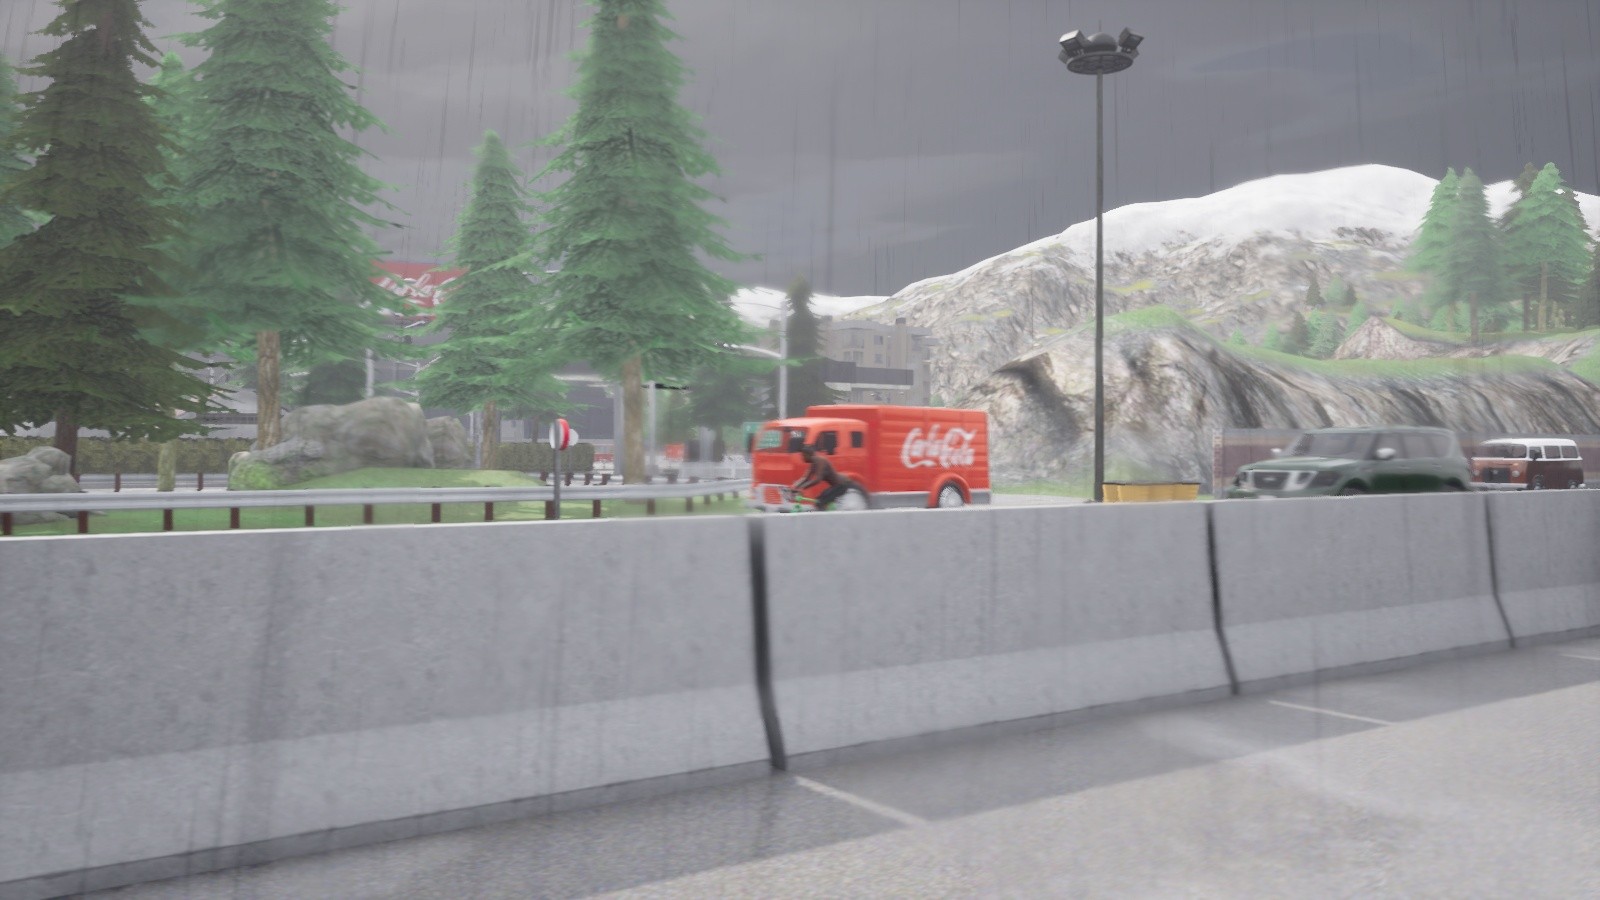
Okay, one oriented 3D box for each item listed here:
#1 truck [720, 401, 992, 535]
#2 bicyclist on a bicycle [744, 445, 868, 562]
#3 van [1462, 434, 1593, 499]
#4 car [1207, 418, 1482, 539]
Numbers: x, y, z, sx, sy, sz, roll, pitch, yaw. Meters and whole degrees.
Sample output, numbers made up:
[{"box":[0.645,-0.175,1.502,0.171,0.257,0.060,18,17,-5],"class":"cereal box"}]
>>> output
[{"box":[1.233,0.318,25.721,5.204,2.467,2.627,0,1,-42],"class":"truck"},{"box":[0.085,0.741,17.970,1.656,1.620,0.582,0,0,-18],"class":"bicyclist on a bicycle"},{"box":[24.273,0.520,41.873,4.480,2.038,2.069,0,0,-35],"class":"van"},{"box":[10.331,0.502,23.641,5.566,2.045,2.150,0,0,-35],"class":"car"}]
